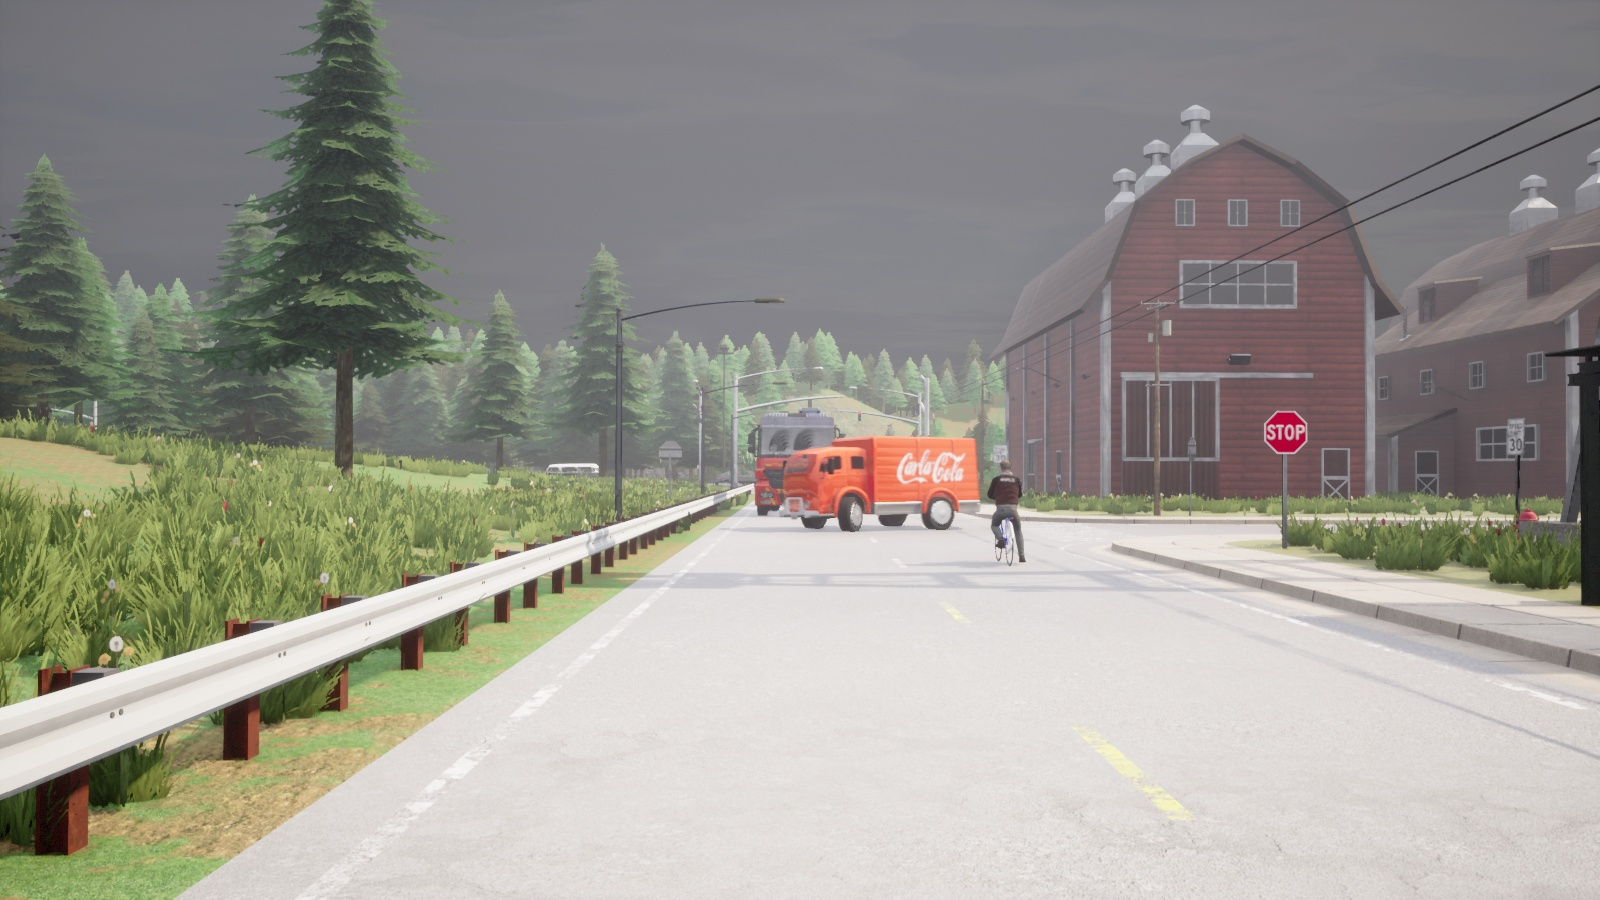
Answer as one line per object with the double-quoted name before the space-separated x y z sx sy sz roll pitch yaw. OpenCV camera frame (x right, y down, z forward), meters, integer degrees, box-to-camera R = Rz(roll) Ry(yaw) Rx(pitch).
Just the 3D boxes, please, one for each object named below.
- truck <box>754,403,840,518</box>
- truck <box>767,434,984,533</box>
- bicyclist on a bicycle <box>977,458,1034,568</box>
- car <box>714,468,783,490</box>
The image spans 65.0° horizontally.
"truck" -0.107 0.427 46.394 2.891 3.827 8.468 0 -1 0
"truck" 2.040 0.878 33.636 5.204 2.467 2.627 0 -2 -32
"bicyclist on a bicycle" 3.452 1.027 21.235 0.659 1.776 1.843 0 -1 0
"car" -3.909 2.169 94.304 5.027 1.651 2.152 0 -1 -6
